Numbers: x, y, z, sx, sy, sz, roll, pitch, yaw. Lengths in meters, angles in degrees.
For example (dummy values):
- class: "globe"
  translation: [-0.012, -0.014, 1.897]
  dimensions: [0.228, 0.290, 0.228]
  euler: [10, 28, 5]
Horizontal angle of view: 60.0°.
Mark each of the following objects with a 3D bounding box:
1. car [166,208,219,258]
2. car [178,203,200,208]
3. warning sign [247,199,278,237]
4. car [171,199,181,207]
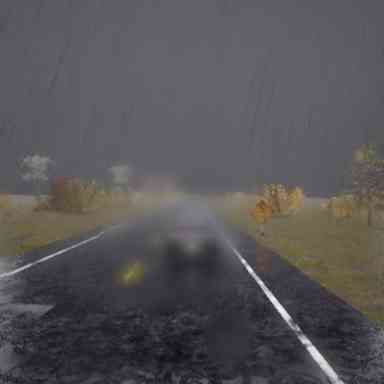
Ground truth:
- class: "car"
  translation: [0.037, 1.643, 13.493]
  dimensions: [2.128, 1.511, 4.902]
  euler: [0, 0, 1]
- class: "car"
  translation: [0.103, 1.881, 28.485]
  dimensions: [1.994, 1.385, 4.181]
  euler: [0, -1, 1]
- class: "warning sign"
  translation: [3.560, 1.305, 16.976]
  dimensions: [1.300, 1.860, 1.060]
  euler: [-1, -2, 0]
- class: "car"
  translation: [-3.085, 2.208, 65.099]
  dimensions: [1.882, 1.535, 5.008]
  euler: [0, -1, 1]
